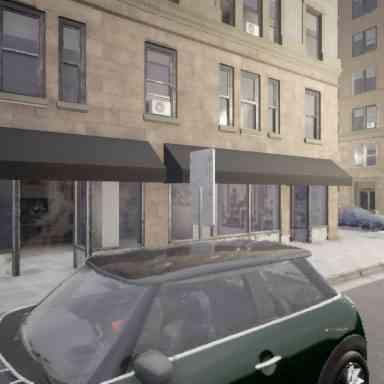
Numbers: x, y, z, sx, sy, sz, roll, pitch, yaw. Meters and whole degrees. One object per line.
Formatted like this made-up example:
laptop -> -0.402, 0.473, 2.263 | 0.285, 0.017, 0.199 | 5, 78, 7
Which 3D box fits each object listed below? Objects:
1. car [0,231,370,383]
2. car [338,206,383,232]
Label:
car -> -0.432, 1.351, 3.021 | 4.553, 1.767, 2.097 | 0, 0, -35
car -> 9.656, 1.577, 20.658 | 2.033, 1.411, 5.357 | 0, 0, -36
